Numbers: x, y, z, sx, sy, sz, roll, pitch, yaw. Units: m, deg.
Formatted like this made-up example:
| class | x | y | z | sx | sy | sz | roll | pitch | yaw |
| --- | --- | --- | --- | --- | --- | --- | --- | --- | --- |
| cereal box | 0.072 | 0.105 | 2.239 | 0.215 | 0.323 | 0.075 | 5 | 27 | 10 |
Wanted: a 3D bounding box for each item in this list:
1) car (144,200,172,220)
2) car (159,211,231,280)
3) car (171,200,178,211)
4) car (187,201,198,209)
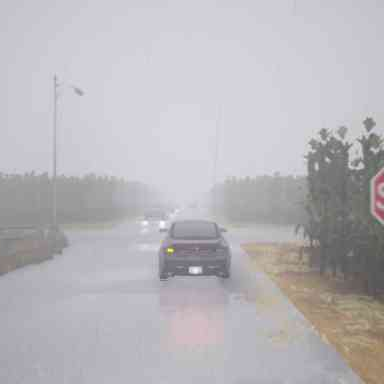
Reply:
| class | x | y | z | sx | sy | sz | roll | pitch | yaw |
| --- | --- | --- | --- | --- | --- | --- | --- | --- | --- |
| car | -3.255 | 1.786 | 31.308 | 1.837 | 1.490 | 4.892 | 0 | -1 | 2 |
| car | 0.043 | 1.547 | 10.098 | 1.837 | 1.490 | 4.892 | 0 | 0 | -1 |
| car | -3.203 | 1.840 | 43.043 | 1.882 | 1.535 | 5.008 | 0 | 0 | 0 |
| car | 0.090 | 2.277 | 57.385 | 1.895 | 1.301 | 4.718 | 0 | -2 | 0 |
